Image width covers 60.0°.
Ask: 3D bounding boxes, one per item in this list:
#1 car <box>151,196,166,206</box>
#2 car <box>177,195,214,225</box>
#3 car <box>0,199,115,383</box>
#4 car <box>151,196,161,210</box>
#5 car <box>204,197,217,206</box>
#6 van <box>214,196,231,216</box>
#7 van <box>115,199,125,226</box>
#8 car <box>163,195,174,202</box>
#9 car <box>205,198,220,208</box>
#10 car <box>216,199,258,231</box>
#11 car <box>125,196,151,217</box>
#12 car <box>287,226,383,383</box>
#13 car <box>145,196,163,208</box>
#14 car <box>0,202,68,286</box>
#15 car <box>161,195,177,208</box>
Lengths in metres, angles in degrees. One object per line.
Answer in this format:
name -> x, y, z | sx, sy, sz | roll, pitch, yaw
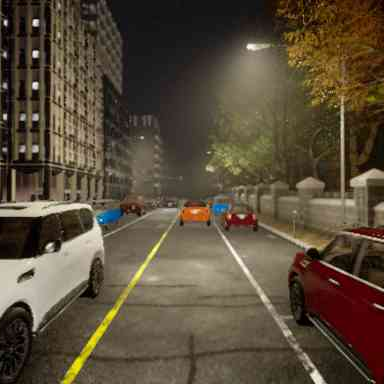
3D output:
car -> -5.405, 1.402, 53.411 | 1.967, 1.590, 4.097 | 1, 0, 0
car -> 0.221, 1.346, 24.099 | 2.097, 1.767, 4.553 | 0, 0, 0
car -> -3.077, 1.220, 5.555 | 2.150, 2.045, 5.566 | 0, 0, 0
car -> -5.465, 1.527, 42.461 | 2.008, 1.369, 4.403 | 1, 0, 0
car -> 2.974, 1.549, 53.344 | 1.802, 1.307, 4.206 | 1, 0, 0
van -> 2.860, 1.333, 31.430 | 1.690, 1.788, 3.998 | 1, 0, 0
van -> -5.579, 1.334, 20.565 | 1.690, 1.788, 3.998 | 1, 0, 0
car -> -5.290, 1.473, 75.307 | 2.008, 1.369, 4.403 | 1, 0, 0
car -> 2.945, 1.540, 47.867 | 1.947, 1.339, 4.313 | 1, 0, 0
car -> 2.800, 1.438, 20.472 | 1.967, 1.590, 4.097 | 1, 0, 0
car -> -5.520, 1.302, 31.513 | 2.192, 1.841, 5.009 | 1, 0, 0
car -> 2.714, 1.317, 4.037 | 2.192, 1.841, 5.009 | 1, 0, 0
car -> -5.434, 1.410, 47.937 | 1.967, 1.590, 4.097 | 1, 0, 0
car -> -5.637, 1.312, 9.616 | 2.192, 1.841, 5.009 | 1, 0, 0
car -> -2.848, 1.465, 46.339 | 2.128, 1.511, 4.902 | 0, 0, 0
